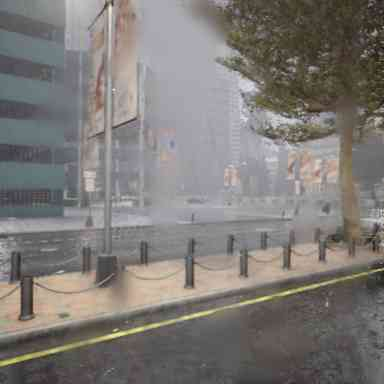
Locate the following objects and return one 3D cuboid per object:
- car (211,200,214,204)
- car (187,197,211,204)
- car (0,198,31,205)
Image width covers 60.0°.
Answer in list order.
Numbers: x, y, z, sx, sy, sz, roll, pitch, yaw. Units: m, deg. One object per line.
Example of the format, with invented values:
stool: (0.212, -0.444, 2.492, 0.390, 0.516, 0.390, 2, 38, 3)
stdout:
car: (2.675, 1.924, 75.498, 5.008, 1.535, 1.882, 0, 0, 41)
car: (1.109, 1.914, 72.175, 1.837, 1.490, 4.892, 1, 0, -45)
car: (-18.645, 1.356, 33.569, 4.674, 1.452, 2.002, 1, 0, -35)
